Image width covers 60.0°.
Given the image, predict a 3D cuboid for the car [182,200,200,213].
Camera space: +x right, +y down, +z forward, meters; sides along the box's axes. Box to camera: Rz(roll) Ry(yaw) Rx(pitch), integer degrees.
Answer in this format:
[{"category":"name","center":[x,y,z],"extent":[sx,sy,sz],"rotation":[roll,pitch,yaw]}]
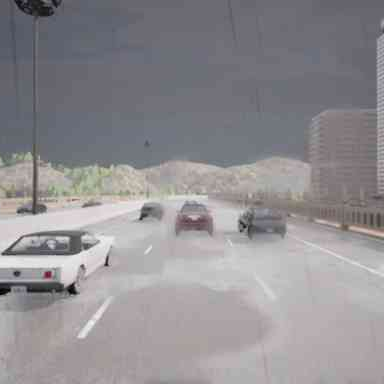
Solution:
[{"category":"car","center":[-0.181,1.756,40.815],"extent":[2.033,1.411,5.357],"rotation":[0,0,-2]}]

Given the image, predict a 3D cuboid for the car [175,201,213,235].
[{"category":"car","center":[0.115,1.453,19.794],"extent":[2.097,1.767,4.553],"rotation":[0,0,0]}]

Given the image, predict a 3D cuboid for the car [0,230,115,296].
[{"category":"car","center":[-3.399,1.646,8.758],"extent":[1.895,1.301,4.718],"rotation":[0,0,0]}]

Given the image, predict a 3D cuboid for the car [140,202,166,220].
[{"category":"car","center":[-3.446,1.655,29.332],"extent":[1.837,1.490,4.892],"rotation":[0,0,-1]}]

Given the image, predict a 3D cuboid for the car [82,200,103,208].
[{"category":"car","center":[-14.536,1.850,48.782],"extent":[1.895,1.301,4.718],"rotation":[0,0,-1]}]

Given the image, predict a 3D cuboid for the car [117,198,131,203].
[{"category":"car","center":[-11.207,1.761,55.556],"extent":[1.882,1.535,5.008],"rotation":[0,-1,-1]}]

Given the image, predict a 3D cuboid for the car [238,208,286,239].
[{"category":"car","center":[3.613,1.583,17.770],"extent":[2.128,1.511,4.902],"rotation":[0,0,0]}]

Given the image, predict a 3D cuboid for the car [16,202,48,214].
[{"category":"car","center":[-17.762,1.754,37.098],"extent":[1.994,1.385,4.181],"rotation":[0,0,-1]}]
